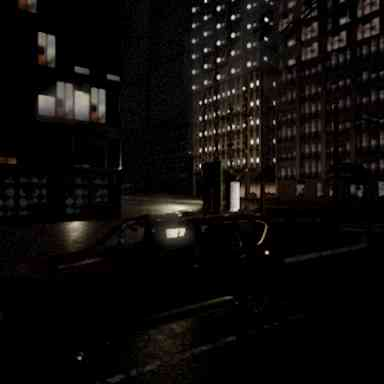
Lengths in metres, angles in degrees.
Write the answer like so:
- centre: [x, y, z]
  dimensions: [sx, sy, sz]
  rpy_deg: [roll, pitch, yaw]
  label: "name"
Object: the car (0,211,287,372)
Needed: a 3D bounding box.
- centre: [-0.464, 1.307, 5.850]
  dimensions: [5.009, 1.841, 2.192]
  rpy_deg: [0, 0, -35]
  label: "car"
